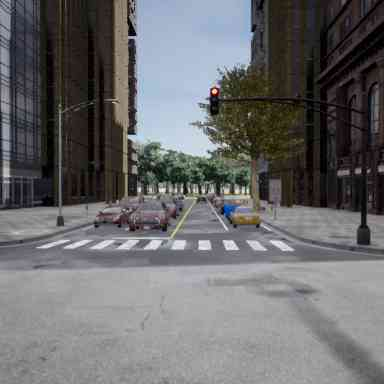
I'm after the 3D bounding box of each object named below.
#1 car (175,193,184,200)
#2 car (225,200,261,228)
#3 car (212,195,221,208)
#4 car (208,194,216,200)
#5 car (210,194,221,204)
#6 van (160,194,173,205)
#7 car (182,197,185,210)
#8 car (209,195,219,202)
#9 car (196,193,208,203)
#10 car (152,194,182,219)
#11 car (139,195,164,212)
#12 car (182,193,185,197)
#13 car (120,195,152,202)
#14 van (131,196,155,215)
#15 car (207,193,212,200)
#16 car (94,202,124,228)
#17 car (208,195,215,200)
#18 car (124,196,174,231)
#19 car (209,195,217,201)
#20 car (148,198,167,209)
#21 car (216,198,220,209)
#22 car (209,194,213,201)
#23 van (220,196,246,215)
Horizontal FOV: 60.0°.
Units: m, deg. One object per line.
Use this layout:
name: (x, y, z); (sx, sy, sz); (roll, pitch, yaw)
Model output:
car: (-3.293, 1.128, 90.058); (2.192, 1.841, 5.009); (0, 0, 2)
car: (3.393, 1.508, 21.875); (1.752, 1.417, 4.829); (-1, 0, 2)
car: (4.008, 1.466, 44.585); (1.752, 1.417, 4.829); (-1, 0, 2)
car: (5.082, 1.355, 84.324); (1.752, 1.417, 4.829); (0, 0, 2)
car: (4.157, 1.471, 50.092); (1.887, 1.381, 4.507); (-1, 0, 2)
van: (-4.214, 1.252, 55.993); (1.690, 1.788, 3.998); (0, 0, 2)
car: (-1.993, 1.554, 39.109); (1.895, 1.301, 4.718); (0, 0, 2)
car: (4.771, 1.415, 72.800); (2.008, 1.369, 4.403); (0, 0, 2)
car: (1.926, 1.389, 65.851); (1.837, 1.490, 4.892); (0, 0, 2)
car: (-2.270, 1.324, 28.993); (2.097, 1.767, 4.553); (0, 0, 2)
car: (-4.675, 1.269, 38.961); (2.192, 1.841, 5.009); (-1, 0, 2)
car: (-3.444, 1.375, 84.381); (1.887, 1.381, 4.507); (0, 0, 2)
car: (-4.983, 1.290, 27.605); (2.192, 1.841, 5.009); (-1, 0, 2)
van: (-4.828, 1.306, 33.283); (1.690, 1.788, 3.998); (-1, 0, 2)
car: (4.462, 1.211, 61.446); (2.192, 1.841, 5.009); (-1, 0, 2)
car: (-5.133, 1.565, 21.927); (1.802, 1.307, 4.206); (-1, 0, 2)
car: (5.232, 1.379, 89.832); (1.947, 1.339, 4.313); (0, 0, 2)
car: (-2.452, 1.337, 20.183); (2.097, 1.767, 4.553); (0, 0, 0)
car: (4.925, 1.429, 78.478); (1.802, 1.307, 4.206); (0, 0, 2)
car: (-4.519, 1.491, 44.639); (2.008, 1.369, 4.403); (-1, 0, 2)
car: (3.696, 1.531, 33.061); (1.947, 1.339, 4.313); (-1, 0, 2)
car: (4.310, 1.462, 55.769); (2.008, 1.369, 4.403); (-1, 0, 2)
van: (3.540, 1.316, 27.383); (1.690, 1.788, 3.998); (-1, 0, 2)
